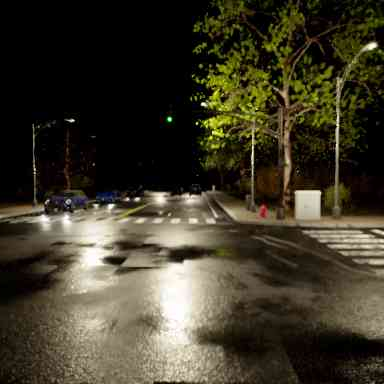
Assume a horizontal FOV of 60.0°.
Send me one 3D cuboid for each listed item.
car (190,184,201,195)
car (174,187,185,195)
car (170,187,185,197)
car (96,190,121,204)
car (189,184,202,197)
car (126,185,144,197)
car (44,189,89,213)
[{"bbox_3d":[0.784,-0.567,66.820,2.150,2.045,5.566,0,2,1],"label":"car"},{"bbox_3d":[-2.465,-0.300,66.855,2.128,1.511,4.902,0,2,1],"label":"car"},{"bbox_3d":[-2.648,0.046,56.443,2.033,1.411,5.357,0,2,1],"label":"car"},{"bbox_3d":[-9.547,0.470,38.417,1.882,1.535,5.008,0,1,1],"label":"car"},{"bbox_3d":[0.608,-0.168,56.767,2.097,1.767,4.553,0,2,1],"label":"car"},{"bbox_3d":[-9.217,-0.204,54.365,2.150,2.045,5.566,0,1,2],"label":"car"},{"bbox_3d":[-9.771,0.663,26.181,2.097,1.767,4.553,0,1,1],"label":"car"}]
